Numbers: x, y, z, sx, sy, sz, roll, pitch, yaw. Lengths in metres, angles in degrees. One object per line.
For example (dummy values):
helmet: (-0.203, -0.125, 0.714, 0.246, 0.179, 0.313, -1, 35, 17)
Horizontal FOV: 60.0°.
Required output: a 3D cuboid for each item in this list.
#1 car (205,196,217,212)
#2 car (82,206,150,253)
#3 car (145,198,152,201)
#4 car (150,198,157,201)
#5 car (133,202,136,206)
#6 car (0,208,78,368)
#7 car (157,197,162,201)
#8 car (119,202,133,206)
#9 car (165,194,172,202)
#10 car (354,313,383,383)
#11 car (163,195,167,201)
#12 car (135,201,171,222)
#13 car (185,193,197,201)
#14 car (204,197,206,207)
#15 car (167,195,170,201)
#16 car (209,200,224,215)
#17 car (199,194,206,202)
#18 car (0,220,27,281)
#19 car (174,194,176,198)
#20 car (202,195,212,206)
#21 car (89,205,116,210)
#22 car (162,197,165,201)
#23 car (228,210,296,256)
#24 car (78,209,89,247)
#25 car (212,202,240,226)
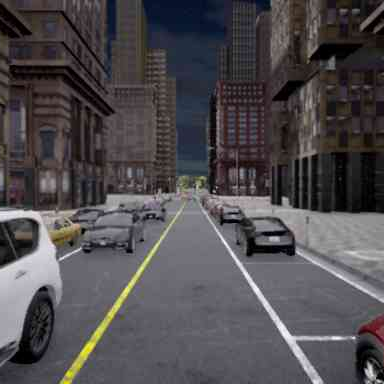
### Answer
car: (2.748, 1.558, 35.335, 1.967, 1.590, 4.097, -1, 0, 0)
car: (-3.097, 1.560, 13.991, 1.837, 1.490, 4.892, 0, 0, 0)
car: (-5.776, 1.683, 35.328, 1.947, 1.339, 4.313, -1, 0, 0)
car: (-5.777, 1.710, 40.869, 1.802, 1.307, 4.206, -1, 0, 0)
car: (-5.776, 1.669, 29.786, 1.947, 1.339, 4.313, -1, 0, 0)
car: (-3.097, 1.234, 2.999, 2.150, 2.045, 5.566, 0, 0, 0)
car: (-5.778, 1.575, 46.410, 1.967, 1.590, 4.097, -1, 0, 0)
car: (-5.775, 1.612, 24.075, 1.752, 1.417, 4.829, -1, 0, 0)
car: (-5.779, 1.661, 74.116, 1.887, 1.381, 4.507, 0, 0, 0)
car: (2.751, 1.450, 2.093, 1.967, 1.590, 4.097, -1, 0, 0)
car: (-5.778, 1.663, 57.323, 1.752, 1.417, 4.829, -1, 0, 0)
car: (-3.077, 1.660, 26.967, 1.994, 1.385, 4.181, 0, 0, 0)
car: (-0.012, 1.590, 82.060, 1.994, 1.385, 4.181, 0, 0, 0)
car: (2.749, 1.654, 41.045, 1.752, 1.417, 4.829, -1, 0, 0)
car: (-5.778, 1.700, 63.035, 1.947, 1.339, 4.313, -1, 0, 0)
car: (2.750, 1.686, 29.794, 1.802, 1.307, 4.206, -1, 0, 0)
car: (2.746, 1.453, 57.497, 2.192, 1.841, 5.009, -1, 0, 0)
car: (-5.774, 1.555, 7.453, 1.752, 1.417, 4.829, -1, 0, 0)
car: (-5.781, 1.419, 79.656, 2.192, 1.841, 5.009, 0, 0, 0)
car: (2.747, 1.575, 46.416, 1.967, 1.590, 4.097, -1, 0, 0)
car: (-5.774, 1.636, 18.704, 1.947, 1.339, 4.313, -1, 0, 0)
car: (-5.777, 1.720, 51.952, 1.802, 1.307, 4.206, -1, 0, 0)
car: (2.752, 1.617, 13.173, 1.947, 1.339, 4.313, -1, 0, 0)
car: (-5.774, 1.576, 12.994, 1.752, 1.417, 4.829, -1, 0, 0)
car: (2.750, 1.654, 24.253, 1.947, 1.339, 4.313, -1, 0, 0)
